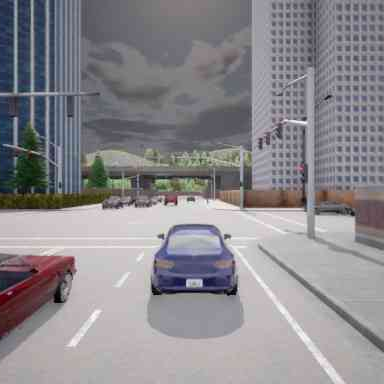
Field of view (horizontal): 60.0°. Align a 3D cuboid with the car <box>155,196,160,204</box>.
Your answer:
[{"bbox_3d":[-7.252,1.607,58.772,1.895,1.301,4.718,0,0,0],"label":"car"}]

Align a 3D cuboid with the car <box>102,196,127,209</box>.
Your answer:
[{"bbox_3d":[-10.733,1.357,45.298,2.097,1.767,4.553,0,0,0],"label":"car"}]

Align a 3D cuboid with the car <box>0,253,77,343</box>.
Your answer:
[{"bbox_3d":[-3.453,1.602,5.200,1.895,1.301,4.718,0,0,0],"label":"car"}]

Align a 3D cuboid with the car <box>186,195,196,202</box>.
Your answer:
[{"bbox_3d":[-0.222,1.485,74.484,1.837,1.490,4.892,0,0,0],"label":"car"}]

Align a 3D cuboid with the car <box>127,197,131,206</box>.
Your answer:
[{"bbox_3d":[-10.750,1.497,54.258,2.128,1.511,4.902,0,0,0],"label":"car"}]

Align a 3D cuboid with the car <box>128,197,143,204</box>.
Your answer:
[{"bbox_3d":[-10.738,1.607,63.482,1.895,1.301,4.718,0,0,0],"label":"car"}]

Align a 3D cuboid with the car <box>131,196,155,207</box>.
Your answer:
[{"bbox_3d":[-7.243,1.357,49.790,2.097,1.767,4.553,0,0,0],"label":"car"}]

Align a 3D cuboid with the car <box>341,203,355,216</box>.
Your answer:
[{"bbox_3d":[16.200,1.567,29.931,4.181,1.385,1.994,0,0,0],"label":"car"}]

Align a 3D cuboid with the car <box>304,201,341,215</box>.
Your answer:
[{"bbox_3d":[13.531,1.567,33.436,4.181,1.385,1.994,0,0,0],"label":"car"}]

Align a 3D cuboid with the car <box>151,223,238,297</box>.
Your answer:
[{"bbox_3d":[0.060,1.526,8.491,1.812,1.442,4.674,0,0,0],"label":"car"}]

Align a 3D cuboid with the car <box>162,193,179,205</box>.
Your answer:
[{"bbox_3d":[-3.583,1.227,58.193,2.150,2.045,5.566,0,0,-1],"label":"car"}]

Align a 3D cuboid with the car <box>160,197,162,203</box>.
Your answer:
[{"bbox_3d":[-7.204,1.571,68.820,1.994,1.385,4.181,0,0,0],"label":"car"}]
